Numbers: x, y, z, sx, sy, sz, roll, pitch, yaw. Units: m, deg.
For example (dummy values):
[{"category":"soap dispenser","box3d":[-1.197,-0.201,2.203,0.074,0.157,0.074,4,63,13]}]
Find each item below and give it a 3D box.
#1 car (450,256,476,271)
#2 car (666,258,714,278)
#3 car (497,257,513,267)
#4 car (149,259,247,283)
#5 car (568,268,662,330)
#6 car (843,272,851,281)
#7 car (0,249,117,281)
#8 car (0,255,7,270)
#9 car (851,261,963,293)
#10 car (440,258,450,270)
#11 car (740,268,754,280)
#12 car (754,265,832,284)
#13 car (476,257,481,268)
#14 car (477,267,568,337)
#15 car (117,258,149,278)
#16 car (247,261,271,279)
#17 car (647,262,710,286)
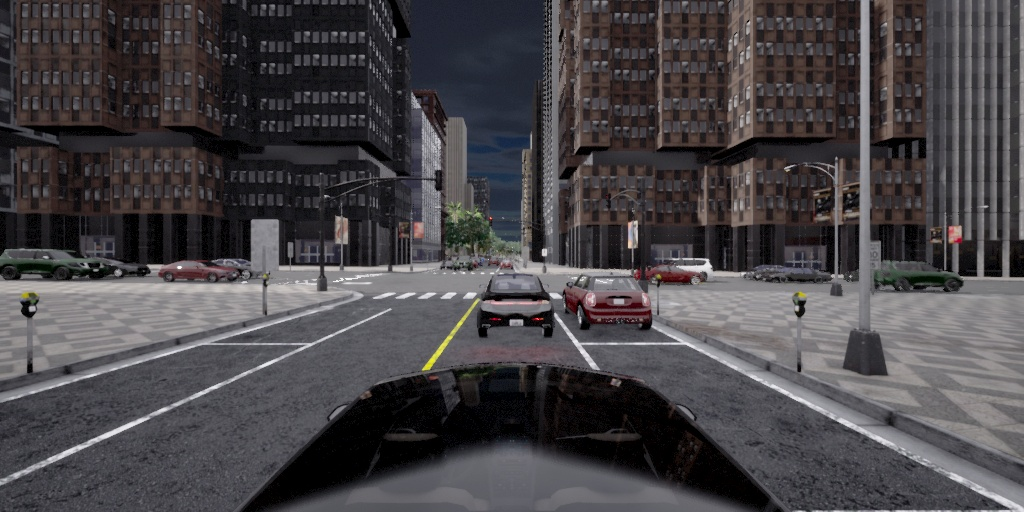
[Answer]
[{"category":"car","box3d":[-6.609,0.968,49.314,2.150,2.045,5.566,0,0,-1]},{"category":"car","box3d":[14.495,1.202,31.236,5.566,2.045,2.150,1,0,1]},{"category":"car","box3d":[-0.782,1.192,52.497,1.967,1.591,4.097,0,0,-1]},{"category":"car","box3d":[-21.097,1.009,24.228,4.674,1.442,1.812,1,0,0]},{"category":"car","box3d":[2.730,1.188,11.117,1.967,1.591,4.097,0,0,0]},{"category":"car","box3d":[34.713,1.834,34.685,4.181,1.385,1.994,1,0,-1]},{"category":"car","box3d":[-30.800,0.566,24.131,5.566,2.045,2.150,1,0,-1]},{"category":"car","box3d":[-51.930,0.569,33.883,5.357,1.411,2.033,1,0,-1]},{"category":"car","box3d":[27.318,1.397,24.683,5.566,2.045,2.150,1,0,0]},{"category":"car","box3d":[-9.306,1.318,52.415,1.948,1.339,4.313,0,0,-1]},{"category":"car","box3d":[24.691,1.615,34.600,4.902,1.511,2.128,1,0,-1]},{"category":"car","box3d":[24.735,1.676,31.349,5.357,1.411,2.033,1,0,0]},{"category":"car","box3d":[-6.694,1.244,59.304,1.882,1.535,5.008,0,0,0]},{"category":"car","box3d":[0.073,1.240,10.230,2.128,1.511,4.902,0,0,-1]},{"category":"car","box3d":[-30.597,0.848,27.389,4.892,1.490,1.837,1,0,-1]},{"category":"car","box3d":[-21.210,0.969,27.488,4.902,1.511,2.128,1,0,0]},{"category":"car","box3d":[12.126,1.428,27.783,5.008,1.535,1.882,1,0,-1]}]
